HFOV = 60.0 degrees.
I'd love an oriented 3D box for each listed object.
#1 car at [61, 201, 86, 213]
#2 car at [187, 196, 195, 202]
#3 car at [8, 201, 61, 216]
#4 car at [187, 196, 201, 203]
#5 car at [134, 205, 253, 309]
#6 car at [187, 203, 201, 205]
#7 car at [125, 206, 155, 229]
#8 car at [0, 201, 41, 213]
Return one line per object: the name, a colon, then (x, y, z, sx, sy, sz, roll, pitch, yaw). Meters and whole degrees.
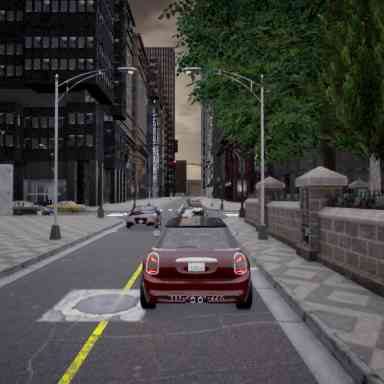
car: (-14.882, 1.676, 38.612, 4.829, 1.417, 1.752, 0, -1, 0)
car: (-0.243, 1.749, 82.998, 2.033, 1.411, 5.357, 0, 0, 0)
car: (-14.725, 1.517, 30.088, 4.403, 1.369, 2.008, 0, -1, 0)
car: (0.305, 1.573, 48.610, 2.128, 1.511, 4.902, 0, 0, -4)
car: (0.075, 1.357, 8.046, 2.097, 1.767, 4.553, 0, 0, 0)
car: (0.045, 1.541, 18.172, 1.812, 1.442, 4.674, 0, 0, 0)
car: (-3.061, 1.585, 21.842, 1.994, 1.385, 4.181, 0, 0, 0)
car: (-20.225, 1.708, 38.625, 4.403, 1.369, 2.008, 0, -1, 0)
